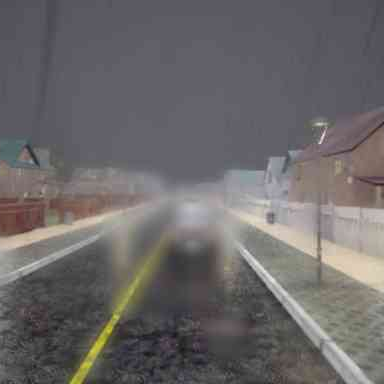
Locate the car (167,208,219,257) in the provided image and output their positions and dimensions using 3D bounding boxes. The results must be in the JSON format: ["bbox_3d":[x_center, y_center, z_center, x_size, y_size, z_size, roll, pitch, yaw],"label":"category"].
[{"bbox_3d":[0.044,1.580,13.073,1.812,1.442,4.674,0,0,0],"label":"car"}]

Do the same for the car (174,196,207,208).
[{"bbox_3d":[0.020,1.332,26.395,2.150,2.045,5.566,0,0,1],"label":"car"}]

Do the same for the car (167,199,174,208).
[{"bbox_3d":[-2.820,1.787,52.033,1.994,1.385,4.181,0,0,1],"label":"car"}]
